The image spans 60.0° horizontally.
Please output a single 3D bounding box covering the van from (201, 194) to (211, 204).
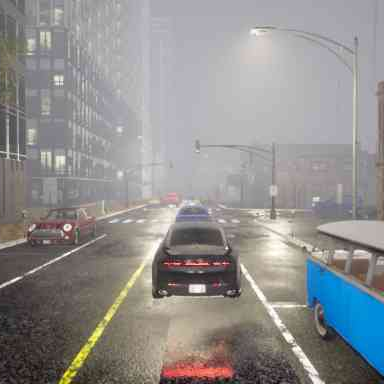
[{"bbox_3d":[2.615,1.325,64.227,1.690,1.788,3.998,-1,0,0],"label":"van"}]

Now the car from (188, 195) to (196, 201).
[{"bbox_3d":[-0.074,1.481,79.510,1.837,1.490,4.892,0,0,0],"label":"car"}]

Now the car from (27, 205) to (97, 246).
[{"bbox_3d":[-5.718,1.436,15.038,1.967,1.590,4.097,-1,0,0],"label":"car"}]

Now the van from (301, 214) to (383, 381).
[{"bbox_3d":[2.670,1.340,3.962,1.690,1.788,3.998,-1,0,0],"label":"van"}]

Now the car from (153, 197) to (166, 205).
[{"bbox_3d":[-5.723,1.551,58.629,1.947,1.339,4.313,-1,0,0],"label":"car"}]

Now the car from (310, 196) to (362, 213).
[{"bbox_3d":[16.490,1.411,38.307,5.009,1.841,2.192,1,0,1],"label":"car"}]

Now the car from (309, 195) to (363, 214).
[{"bbox_3d":[15.516,1.349,35.721,5.566,2.045,2.150,1,1,1],"label":"car"}]

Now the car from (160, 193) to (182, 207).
[{"bbox_3d":[-3.150,1.208,50.878,2.150,2.045,5.566,0,0,0],"label":"car"}]

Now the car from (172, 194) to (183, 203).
[{"bbox_3d":[-3.064,1.338,70.565,2.097,1.767,4.553,0,0,0],"label":"car"}]

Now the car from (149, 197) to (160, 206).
[{"bbox_3d":[-5.889,1.512,52.816,1.752,1.417,4.829,-1,0,0],"label":"car"}]

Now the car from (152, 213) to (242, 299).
[{"bbox_3d":[0.090,1.502,8.450,1.837,1.490,4.892,0,0,0],"label":"car"}]

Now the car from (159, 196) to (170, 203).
[{"bbox_3d":[-5.733,1.549,69.918,1.947,1.339,4.313,-1,0,0],"label":"car"}]

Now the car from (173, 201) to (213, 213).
[{"bbox_3d":[0.074,1.472,18.114,1.882,1.535,5.008,0,0,0],"label":"car"}]

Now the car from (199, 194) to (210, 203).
[{"bbox_3d":[2.610,1.298,69.871,2.192,1.841,5.009,-1,0,0],"label":"car"}]

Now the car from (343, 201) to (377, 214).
[{"bbox_3d":[16.389,1.793,29.930,4.313,1.339,1.947,1,0,1],"label":"car"}]

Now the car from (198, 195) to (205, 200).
[{"bbox_3d":[2.593,1.531,92.447,2.008,1.369,4.403,-1,0,0],"label":"car"}]

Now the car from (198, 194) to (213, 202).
[{"bbox_3d":[2.622,1.425,58.583,1.967,1.590,4.097,-1,0,0],"label":"car"}]

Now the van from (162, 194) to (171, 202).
[{"bbox_3d":[-5.742,1.324,75.562,1.690,1.788,3.998,-1,0,0],"label":"van"}]

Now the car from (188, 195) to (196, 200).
[{"bbox_3d":[-0.083,1.441,89.923,2.033,1.411,5.357,0,0,0],"label":"car"}]
